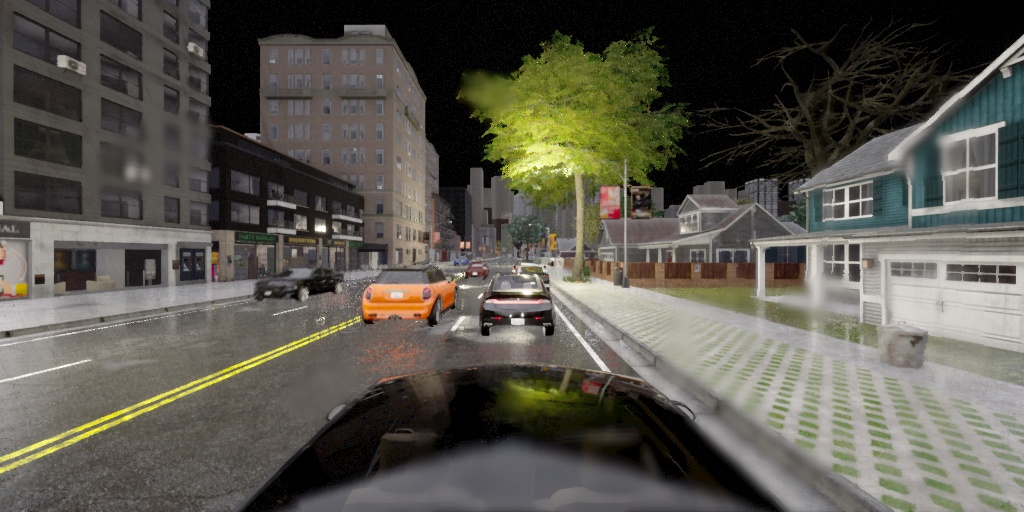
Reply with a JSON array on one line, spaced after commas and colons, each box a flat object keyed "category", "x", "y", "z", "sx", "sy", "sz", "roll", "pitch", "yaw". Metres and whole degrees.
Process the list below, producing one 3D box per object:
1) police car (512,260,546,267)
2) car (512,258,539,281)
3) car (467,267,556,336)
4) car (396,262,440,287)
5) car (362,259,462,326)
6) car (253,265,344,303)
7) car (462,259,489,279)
[{"category": "police car", "x": 1.052, "y": 1.165, "z": 20.618, "sx": 1.930, "sy": 1.638, "sz": 5.238, "roll": 0, "pitch": 0, "yaw": 0}, {"category": "car", "x": 1.093, "y": 1.081, "z": 30.478, "sx": 2.097, "sy": 1.767, "sz": 4.553, "roll": 0, "pitch": 0, "yaw": 0}, {"category": "car", "x": 0.134, "y": 1.239, "z": 10.369, "sx": 2.128, "sy": 1.511, "sz": 4.902, "roll": 0, "pitch": 0, "yaw": 0}, {"category": "car", "x": -6.504, "y": 1.240, "z": 25.397, "sx": 1.837, "sy": 1.490, "sz": 4.892, "roll": 0, "pitch": 0, "yaw": 0}, {"category": "car", "x": -3.107, "y": 1.098, "z": 11.827, "sx": 2.097, "sy": 1.767, "sz": 4.553, "roll": 0, "pitch": 0, "yaw": 0}, {"category": "car", "x": -9.787, "y": 1.220, "z": 16.897, "sx": 1.882, "sy": 1.535, "sz": 5.008, "roll": 0, "pitch": 0, "yaw": 0}, {"category": "car", "x": -3.024, "y": 1.254, "z": 31.762, "sx": 1.812, "sy": 1.442, "sz": 4.674, "roll": 0, "pitch": 0, "yaw": 0}]
